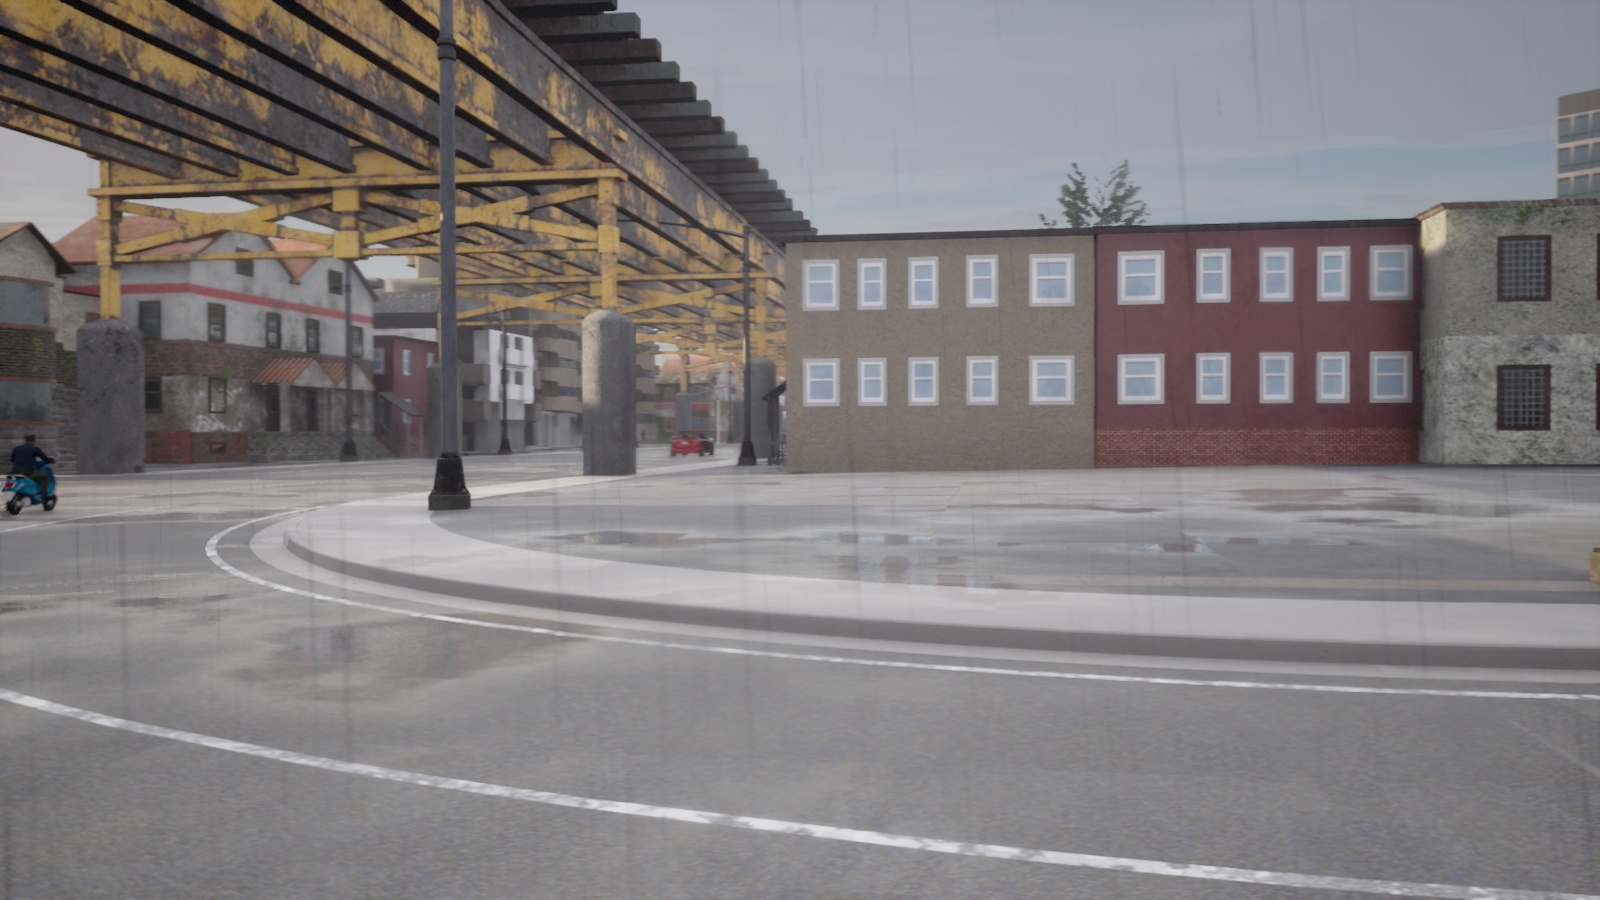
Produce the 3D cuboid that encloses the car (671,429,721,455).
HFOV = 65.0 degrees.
[{"bbox_3d":[-6.827,-0.552,82.751,2.242,1.667,4.611,0,1,9],"label":"car"}]

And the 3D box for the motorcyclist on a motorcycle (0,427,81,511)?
[{"bbox_3d":[-15.253,0.354,25.049,0.866,1.590,1.817,1,1,-5],"label":"motorcyclist on a motorcycle"}]
